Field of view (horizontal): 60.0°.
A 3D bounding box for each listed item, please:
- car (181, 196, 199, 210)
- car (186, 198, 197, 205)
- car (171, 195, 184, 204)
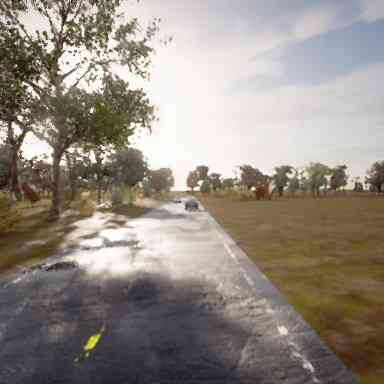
[{"bbox_3d":[-0.039,1.661,46.717,2.128,1.511,4.902,0,0,0],"label":"car"},{"bbox_3d":[-0.102,1.825,64.680,1.895,1.301,4.718,0,0,0],"label":"car"},{"bbox_3d":[-3.213,1.770,70.431,1.812,1.442,4.674,0,0,0],"label":"car"}]
